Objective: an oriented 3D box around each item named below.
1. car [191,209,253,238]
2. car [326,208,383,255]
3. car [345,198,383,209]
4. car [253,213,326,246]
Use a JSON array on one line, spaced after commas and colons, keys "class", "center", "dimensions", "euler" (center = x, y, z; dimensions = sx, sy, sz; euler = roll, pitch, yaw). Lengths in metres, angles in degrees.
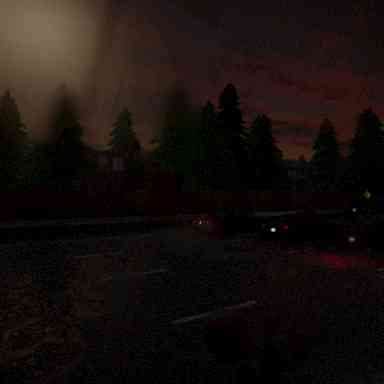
[{"class": "car", "center": [2.508, 1.682, 18.552], "dimensions": [5.357, 1.411, 2.033], "euler": [1, 0, -35]}, {"class": "car", "center": [7.996, 1.631, 13.844], "dimensions": [5.008, 1.535, 1.882], "euler": [0, 0, -35]}, {"class": "car", "center": [14.757, 1.520, 27.298], "dimensions": [5.566, 2.045, 2.150], "euler": [0, 0, -35]}, {"class": "car", "center": [5.335, 1.710, 16.254], "dimensions": [4.181, 1.385, 1.994], "euler": [1, 0, -35]}]
